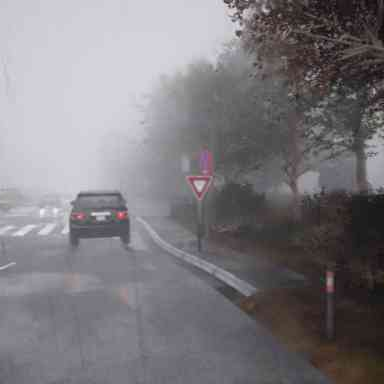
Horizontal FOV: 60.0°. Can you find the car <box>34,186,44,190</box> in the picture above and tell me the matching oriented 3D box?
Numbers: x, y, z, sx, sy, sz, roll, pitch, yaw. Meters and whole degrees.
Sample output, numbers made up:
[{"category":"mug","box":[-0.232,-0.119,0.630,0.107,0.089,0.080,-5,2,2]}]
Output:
[{"category":"car","box":[-23.493,0.431,45.773,4.553,1.767,2.185,-3,2,-37]}]

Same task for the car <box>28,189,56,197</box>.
[{"category":"car","box":[-29.709,0.155,65.841,4.674,1.452,2.002,-3,2,-37]}]

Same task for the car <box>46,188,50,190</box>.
[{"category":"car","box":[-25.271,0.455,51.521,4.792,1.488,2.163,-3,2,-37]}]

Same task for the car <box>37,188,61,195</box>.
[{"category":"car","box":[-33.265,-0.079,77.309,4.674,1.452,2.002,-2,2,-37]}]

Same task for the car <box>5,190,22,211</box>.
[{"category":"car","box":[-18.028,0.950,28.667,5.366,1.575,1.946,-3,2,-37]}]

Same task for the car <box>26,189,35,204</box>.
[{"category":"car","box":[-20.847,0.758,37.155,5.008,1.535,2.097,-3,2,-37]}]

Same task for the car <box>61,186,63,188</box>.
[{"category":"car","box":[-32.350,-0.033,74.461,4.792,1.488,2.163,-3,2,-37]}]

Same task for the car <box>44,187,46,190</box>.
[{"category":"car","box":[-24.378,0.365,48.640,4.553,1.767,2.185,-3,2,-37]}]

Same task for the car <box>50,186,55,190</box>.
[{"category":"car","box":[-26.160,0.110,54.380,5.566,2.045,2.435,-3,2,-37]}]

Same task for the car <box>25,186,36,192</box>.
[{"category":"car","box":[-21.777,0.566,40.007,4.553,1.767,2.185,-3,2,-37]}]

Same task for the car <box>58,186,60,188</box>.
[{"category":"car","box":[-28.828,-0.076,62.991,5.566,2.045,2.435,-3,2,-37]}]

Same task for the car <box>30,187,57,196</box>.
[{"category":"car","box":[-30.630,-0.069,68.689,4.553,1.767,2.185,-3,2,-37]}]

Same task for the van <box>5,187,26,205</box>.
[{"category":"van","box":[-20.059,0.604,34.206,4.442,1.987,1.878,-3,2,-37]}]

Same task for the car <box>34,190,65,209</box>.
[{"category":"car","box":[-14.243,0.852,33.679,2.033,1.411,5.357,-1,2,-17]}]

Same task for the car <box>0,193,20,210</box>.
[{"category":"car","box":[-19.076,0.933,31.422,4.674,1.452,2.002,-3,2,-37]}]

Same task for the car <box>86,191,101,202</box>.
[{"category":"car","box":[-13.267,0.606,44.753,1.895,1.301,4.718,-1,1,-17]}]

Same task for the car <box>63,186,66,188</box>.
[{"category":"car","box":[-35.949,-0.286,85.898,4.892,1.521,2.231,-3,2,-37]}]

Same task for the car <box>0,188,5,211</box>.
[{"category":"car","box":[-16.399,0.845,22.788,5.566,2.045,2.435,-3,2,-37]}]

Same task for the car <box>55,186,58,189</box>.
[{"category":"car","box":[-27.798,0.227,60.219,5.366,1.575,1.946,-3,2,-37]}]

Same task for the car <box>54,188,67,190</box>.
[{"category":"car","box":[-19.404,0.512,50.587,1.994,1.385,4.181,-1,2,-17]}]

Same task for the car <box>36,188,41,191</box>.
[{"category":"car","box":[-22.634,0.664,42.894,4.674,1.452,2.002,-3,2,-37]}]

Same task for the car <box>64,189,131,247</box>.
[{"category":"car","box":[-3.877,0.948,14.037,2.150,2.045,5.566,-1,1,-16]}]
